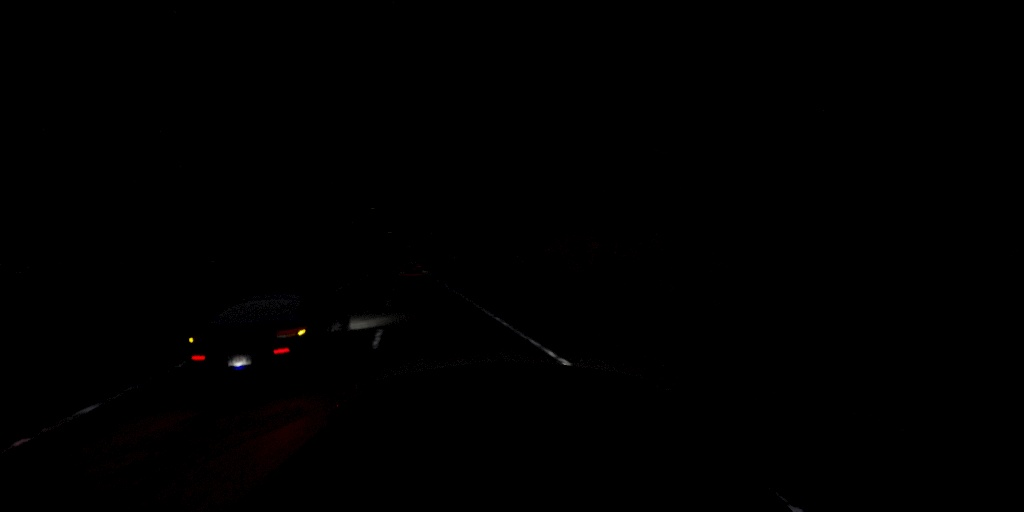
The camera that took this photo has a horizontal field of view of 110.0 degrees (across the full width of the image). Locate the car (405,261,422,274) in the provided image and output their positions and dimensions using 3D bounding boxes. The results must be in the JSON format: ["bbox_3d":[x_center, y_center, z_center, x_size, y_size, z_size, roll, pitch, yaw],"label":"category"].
[{"bbox_3d":[-12.872,1.473,46.878,1.882,1.535,5.008,-1,0,-17],"label":"car"}]

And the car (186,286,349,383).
[{"bbox_3d":[-4.627,1.355,7.407,1.812,1.442,4.674,-1,0,-17],"label":"car"}]
